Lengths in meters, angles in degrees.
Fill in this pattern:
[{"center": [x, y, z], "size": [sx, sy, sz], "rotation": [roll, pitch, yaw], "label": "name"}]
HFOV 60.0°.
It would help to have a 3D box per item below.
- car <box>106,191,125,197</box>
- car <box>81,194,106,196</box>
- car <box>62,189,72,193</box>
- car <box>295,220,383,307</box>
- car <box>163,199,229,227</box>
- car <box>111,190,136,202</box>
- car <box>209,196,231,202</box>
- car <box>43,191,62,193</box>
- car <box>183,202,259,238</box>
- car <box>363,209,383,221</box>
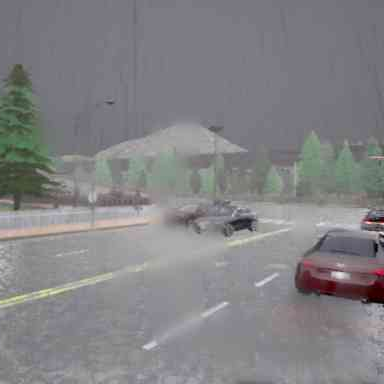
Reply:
[{"center": [-13.262, 1.063, 51.985], "size": [4.892, 1.490, 1.837], "rotation": [4, 2, 33], "label": "car"}, {"center": [-15.275, 1.092, 49.117], "size": [4.181, 1.385, 1.994], "rotation": [4, 2, 33], "label": "car"}, {"center": [-25.122, -0.505, 63.897], "size": [4.553, 1.767, 2.097], "rotation": [8, 4, 33], "label": "car"}, {"center": [3.977, 1.606, 8.159], "size": [1.994, 1.385, 4.181], "rotation": [1, 0, 33], "label": "car"}, {"center": [0.151, 1.451, 21.525], "size": [1.882, 1.535, 5.008], "rotation": [1, 0, 35], "label": "car"}, {"center": [-11.394, 0.800, 54.954], "size": [5.566, 2.045, 2.150], "rotation": [3, 1, 33], "label": "car"}, {"center": [3.877, 1.461, 53.687], "size": [4.902, 1.511, 2.128], "rotation": [1, 0, 33], "label": "car"}, {"center": [-26.718, -0.317, 60.745], "size": [4.902, 1.511, 2.128], "rotation": [8, 4, 33], "label": "car"}, {"center": [1.970, 1.495, 18.010], "size": [2.128, 1.511, 4.902], "rotation": [1, 0, 35], "label": "car"}, {"center": [9.530, 1.594, 16.364], "size": [2.128, 1.511, 4.902], "rotation": [1, 0, 35], "label": "car"}]
